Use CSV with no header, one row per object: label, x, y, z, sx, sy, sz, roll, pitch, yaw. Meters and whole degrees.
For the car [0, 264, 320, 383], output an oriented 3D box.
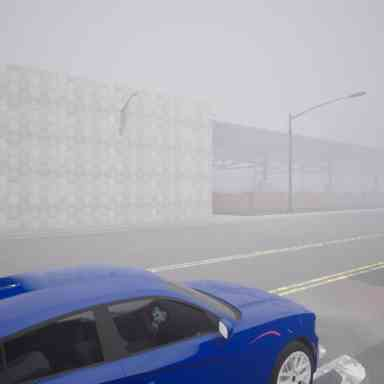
car,-0.805,1.478,3.174,5.008,1.535,1.882,0,0,-36
